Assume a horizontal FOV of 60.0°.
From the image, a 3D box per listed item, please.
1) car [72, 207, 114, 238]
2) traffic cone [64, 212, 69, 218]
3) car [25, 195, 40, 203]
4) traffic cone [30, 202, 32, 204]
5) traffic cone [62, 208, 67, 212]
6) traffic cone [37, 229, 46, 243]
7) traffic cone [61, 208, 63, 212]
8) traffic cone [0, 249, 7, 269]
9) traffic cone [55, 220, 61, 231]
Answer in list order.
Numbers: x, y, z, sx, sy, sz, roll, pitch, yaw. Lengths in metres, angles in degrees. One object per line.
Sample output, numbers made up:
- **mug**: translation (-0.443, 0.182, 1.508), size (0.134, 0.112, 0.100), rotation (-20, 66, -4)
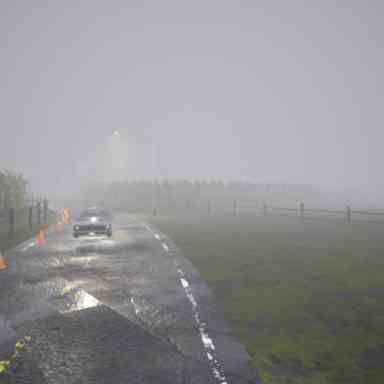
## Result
- **car**: translation (-5.234, 1.539, 17.925), size (2.033, 1.411, 5.357), rotation (0, 0, -14)
- **traffic cone**: translation (-9.200, 1.942, 24.083), size (0.340, 0.580, 0.340), rotation (0, 0, -18)
- **car**: translation (-31.359, 1.442, 65.301), size (1.837, 1.490, 4.892), rotation (0, 0, -42)
- **traffic cone**: translation (-28.087, 1.908, 58.047), size (0.340, 0.580, 0.340), rotation (0, 0, -39)
- **traffic cone**: translation (-10.815, 1.938, 28.687), size (0.340, 0.580, 0.340), rotation (0, 0, -21)
- **traffic cone**: translation (-6.650, 1.951, 14.668), size (0.340, 0.580, 0.340), rotation (0, 0, -12)
- **traffic cone**: translation (-12.653, 1.934, 33.206), size (0.340, 0.580, 0.340), rotation (0, 0, -24)
- **traffic cone**: translation (-5.723, 1.953, 9.878), size (0.340, 0.580, 0.340), rotation (0, 0, -10)
- **traffic cone**: translation (-7.810, 1.947, 19.406), size (0.340, 0.580, 0.340), rotation (0, 0, -15)
